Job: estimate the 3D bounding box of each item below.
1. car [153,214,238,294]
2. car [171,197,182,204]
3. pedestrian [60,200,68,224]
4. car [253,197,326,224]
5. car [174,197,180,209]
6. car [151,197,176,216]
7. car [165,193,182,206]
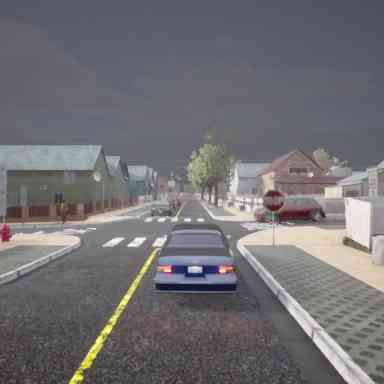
[{"bbox_3d":[0.122,1.550,8.953,2.033,1.411,5.357,0,0,1],"label":"car"},{"bbox_3d":[-2.891,1.594,63.533,1.895,1.301,4.718,0,0,1],"label":"car"},{"bbox_3d":[-9.728,1.462,25.208,0.375,1.860,0.375,0,0,0],"label":"pedestrian"},{"bbox_3d":[6.443,1.176,22.409,4.553,1.767,2.097,-2,-1,0],"label":"car"},{"bbox_3d":[-2.906,1.602,42.802,1.895,1.301,4.718,0,0,0],"label":"car"},{"bbox_3d":[-2.882,1.528,32.706,1.812,1.442,4.674,0,0,0],"label":"car"},{"bbox_3d":[-2.929,1.221,52.599,2.150,2.045,5.566,0,0,0],"label":"car"}]
